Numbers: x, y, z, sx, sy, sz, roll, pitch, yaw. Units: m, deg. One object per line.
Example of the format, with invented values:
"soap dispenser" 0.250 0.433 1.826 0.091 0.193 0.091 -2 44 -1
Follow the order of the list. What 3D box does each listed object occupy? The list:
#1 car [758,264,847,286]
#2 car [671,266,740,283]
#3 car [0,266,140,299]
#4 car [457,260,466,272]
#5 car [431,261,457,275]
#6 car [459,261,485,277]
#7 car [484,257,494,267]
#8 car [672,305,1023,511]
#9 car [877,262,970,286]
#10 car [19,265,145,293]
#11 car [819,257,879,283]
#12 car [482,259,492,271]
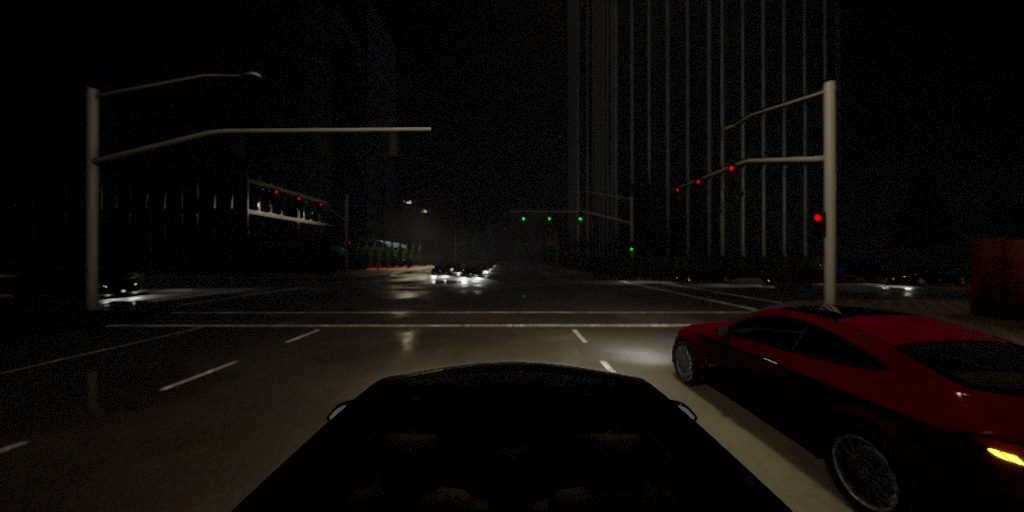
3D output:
"car" 20.425 1.438 25.478 4.718 1.301 1.895 0 0 -1
"car" 15.505 1.450 28.933 4.718 1.301 1.895 0 0 -1
"car" -22.035 1.356 17.874 5.357 1.411 2.033 0 0 -1
"car" -7.998 1.454 50.263 1.812 1.442 4.674 0 0 -1
"car" -7.860 1.457 40.937 1.994 1.385 4.181 0 0 -1
"car" -4.213 1.485 38.372 1.895 1.301 4.718 0 0 -1
"car" -4.625 1.453 63.250 1.882 1.535 5.008 0 0 -1
"car" 3.581 1.284 4.046 1.812 1.442 4.674 0 0 0
"car" 29.574 1.339 25.557 4.892 1.490 1.837 -1 0 0
"car" -25.417 1.313 21.341 4.902 1.511 2.128 0 0 -1
"car" 26.693 1.072 29.034 5.566 2.045 2.150 0 0 0
"car" -4.559 1.545 54.761 1.895 1.301 4.718 0 0 -1
